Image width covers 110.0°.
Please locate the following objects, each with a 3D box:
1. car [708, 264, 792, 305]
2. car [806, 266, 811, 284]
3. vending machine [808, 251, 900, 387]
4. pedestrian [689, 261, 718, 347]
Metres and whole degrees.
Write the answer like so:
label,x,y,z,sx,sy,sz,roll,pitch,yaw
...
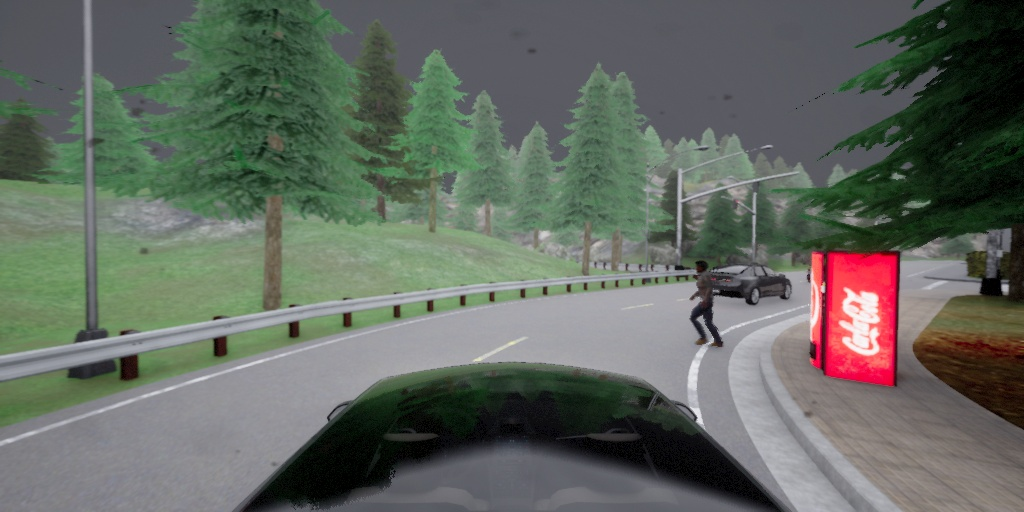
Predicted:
label,x,y,z,sx,sy,sz,roll,pitch,yaw
car,9.713,1.069,14.823,4.892,1.490,1.837,0,1,-33
car,20.503,0.846,22.534,4.553,1.767,2.097,0,1,-34
vending machine,5.328,0.903,5.653,1.100,2.100,0.880,0,0,34
pedestrian,4.024,0.958,7.545,0.375,1.860,0.375,1,1,37
